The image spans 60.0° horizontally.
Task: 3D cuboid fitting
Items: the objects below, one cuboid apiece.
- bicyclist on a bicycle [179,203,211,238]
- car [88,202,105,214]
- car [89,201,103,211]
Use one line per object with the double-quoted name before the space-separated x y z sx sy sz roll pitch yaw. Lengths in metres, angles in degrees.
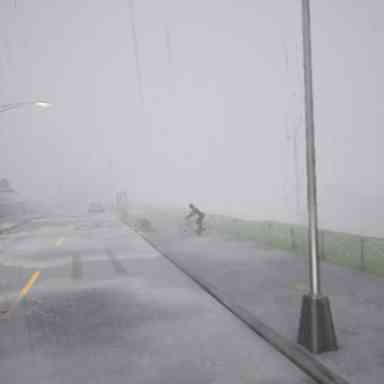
"bicyclist on a bicycle" 0.139 1.362 15.871 1.656 1.620 0.582 -2 0 -17
"car" -12.104 2.009 42.153 1.994 1.385 4.181 -2 0 -17
"car" -14.964 2.151 51.705 1.895 1.301 4.718 -2 0 -17
